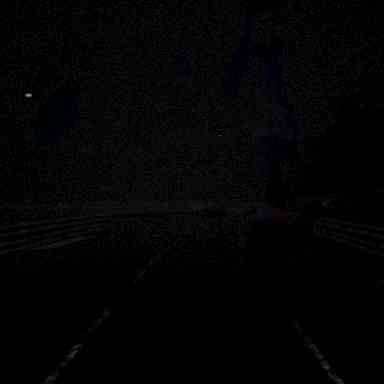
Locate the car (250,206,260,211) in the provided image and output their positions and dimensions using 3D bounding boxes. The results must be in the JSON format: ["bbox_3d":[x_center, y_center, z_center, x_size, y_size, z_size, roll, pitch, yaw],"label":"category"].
[{"bbox_3d":[15.582,4.061,82.335,1.895,1.301,4.718,0,-2,5],"label":"car"}]

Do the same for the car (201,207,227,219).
[{"bbox_3d":[2.909,2.639,42.672,2.128,1.511,4.902,0,-2,29],"label":"car"}]

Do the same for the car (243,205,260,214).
[{"bbox_3d":[10.511,3.291,60.233,2.033,1.411,5.357,0,-2,18],"label":"car"}]

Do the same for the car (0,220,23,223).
[{"bbox_3d":[-13.213,1.894,20.258,2.033,1.411,5.357,-1,-2,42],"label":"car"}]
